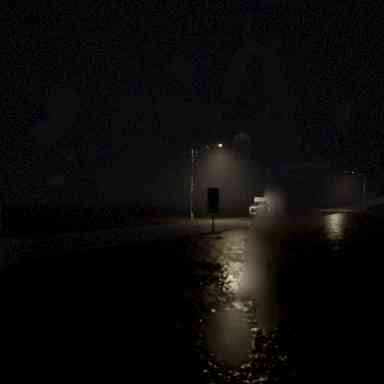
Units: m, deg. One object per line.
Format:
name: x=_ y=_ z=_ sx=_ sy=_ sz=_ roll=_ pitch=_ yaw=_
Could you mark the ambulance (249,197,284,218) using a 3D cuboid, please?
ambulance: x=9.221 y=1.896 z=41.380 sx=2.351 sy=2.431 sz=6.366 roll=0 pitch=-1 yaw=36
